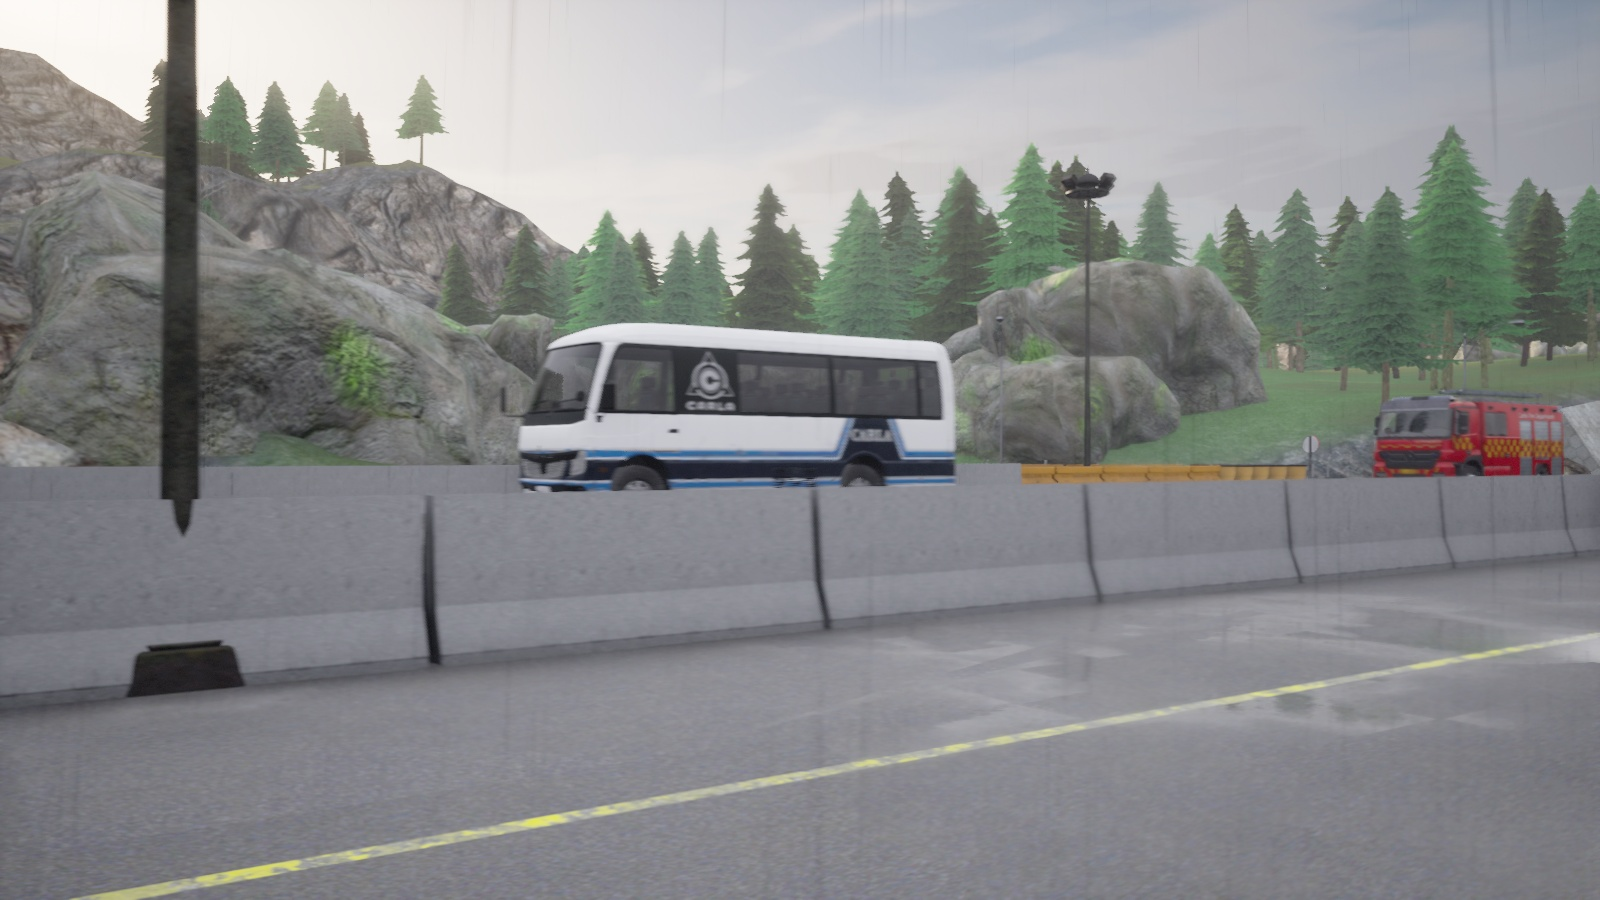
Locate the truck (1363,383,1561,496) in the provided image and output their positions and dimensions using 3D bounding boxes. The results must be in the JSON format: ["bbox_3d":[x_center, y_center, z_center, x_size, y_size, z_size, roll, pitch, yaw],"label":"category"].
[{"bbox_3d":[24.501,-0.358,46.303,8.468,3.827,2.891,0,0,-35],"label":"truck"}]

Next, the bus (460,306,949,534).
[{"bbox_3d":[-1.875,-0.559,27.945,10.273,4.253,3.944,0,0,-35],"label":"bus"}]
